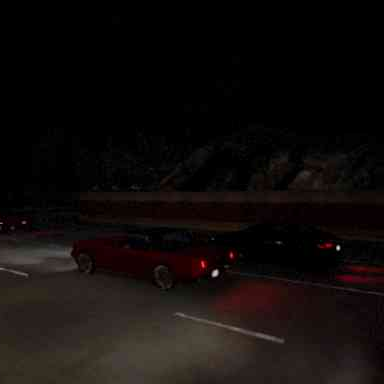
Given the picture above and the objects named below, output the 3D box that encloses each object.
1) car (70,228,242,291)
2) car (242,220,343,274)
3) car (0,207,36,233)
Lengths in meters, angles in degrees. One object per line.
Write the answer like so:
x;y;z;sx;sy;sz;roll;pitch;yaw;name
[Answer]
-1.255;1.656;9.183;4.718;1.301;1.895;-1;0;35;car
2.568;1.600;10.758;4.181;1.385;1.994;-1;0;35;car
-11.907;1.671;21.076;5.008;1.535;1.882;-1;0;35;car
